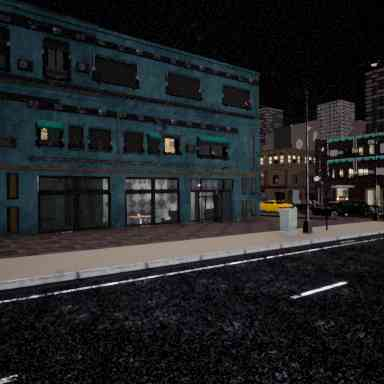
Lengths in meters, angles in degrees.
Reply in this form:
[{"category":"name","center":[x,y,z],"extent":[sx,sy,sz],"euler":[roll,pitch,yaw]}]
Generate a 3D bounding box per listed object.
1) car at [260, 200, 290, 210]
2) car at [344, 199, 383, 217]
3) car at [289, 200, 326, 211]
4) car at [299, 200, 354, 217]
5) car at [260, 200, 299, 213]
[{"category":"car","center":[12.443,1.901,49.903],"extent":[1.802,1.307,4.206],"euler":[-2,0,-35]},{"category":"car","center":[16.776,1.550,33.715],"extent":[2.097,1.767,4.553],"euler":[-1,0,-34]},{"category":"car","center":[15.643,1.807,45.387],"extent":[2.008,1.369,4.403],"euler":[-2,0,-35]},{"category":"car","center":[13.531,1.812,33.664],"extent":[1.947,1.339,4.313],"euler":[-1,0,-35]},{"category":"car","center":[10.607,1.798,42.492],"extent":[1.882,1.535,5.008],"euler":[-1,0,-35]}]
